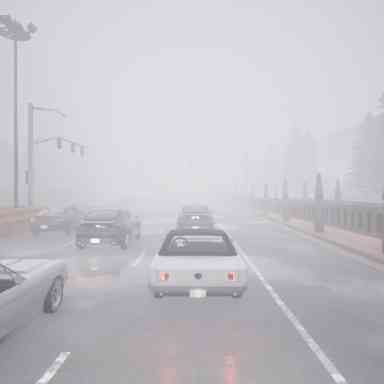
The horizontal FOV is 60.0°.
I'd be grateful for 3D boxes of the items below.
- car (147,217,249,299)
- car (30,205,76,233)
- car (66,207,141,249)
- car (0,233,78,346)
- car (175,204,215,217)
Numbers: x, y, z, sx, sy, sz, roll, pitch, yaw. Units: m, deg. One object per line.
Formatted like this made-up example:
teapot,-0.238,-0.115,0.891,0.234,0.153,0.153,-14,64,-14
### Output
car,0.129,1.550,8.305,1.895,1.301,4.718,0,0,0
car,-6.852,1.409,17.603,1.812,1.442,4.674,0,1,-1
car,-3.340,1.415,13.939,1.837,1.490,4.892,0,1,0
car,-3.386,1.577,4.586,1.895,1.301,4.718,0,0,0
car,0.183,1.388,17.669,1.837,1.490,4.892,0,1,0
